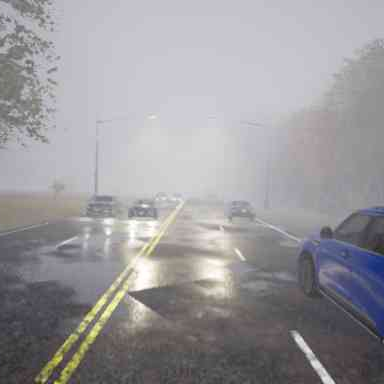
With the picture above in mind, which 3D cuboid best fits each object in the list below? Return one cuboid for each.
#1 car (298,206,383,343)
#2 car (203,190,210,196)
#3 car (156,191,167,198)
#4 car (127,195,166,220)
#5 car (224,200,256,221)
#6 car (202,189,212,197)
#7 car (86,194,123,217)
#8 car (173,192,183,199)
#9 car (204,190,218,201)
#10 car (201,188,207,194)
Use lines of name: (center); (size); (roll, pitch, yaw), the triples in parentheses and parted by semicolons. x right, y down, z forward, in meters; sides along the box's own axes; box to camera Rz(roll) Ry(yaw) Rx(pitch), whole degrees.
car: (3.426, 1.243, 5.061); (2.150, 2.045, 5.566); (3, 2, 0)
car: (4.054, 0.340, 93.692); (1.837, 1.490, 4.892); (1, 1, 1)
car: (-6.006, 0.448, 66.193); (1.994, 1.385, 4.181); (2, 1, 1)
car: (-3.248, 1.150, 23.451); (1.994, 1.385, 4.181); (2, 1, 0)
car: (3.494, 1.284, 24.949); (2.033, 1.411, 5.357); (3, 1, 0)
car: (3.823, 0.719, 71.720); (1.895, 1.301, 4.718); (3, 2, 1)
car: (-6.484, 0.962, 25.093); (1.837, 1.490, 4.892); (2, 1, 0)
car: (-2.764, 0.606, 65.723); (1.895, 1.301, 4.718); (2, 1, 1)
car: (3.688, 0.831, 60.705); (1.994, 1.385, 4.181); (2, 0, 1)
car: (3.965, 0.190, 82.730); (2.150, 2.045, 5.566); (3, 0, 1)
